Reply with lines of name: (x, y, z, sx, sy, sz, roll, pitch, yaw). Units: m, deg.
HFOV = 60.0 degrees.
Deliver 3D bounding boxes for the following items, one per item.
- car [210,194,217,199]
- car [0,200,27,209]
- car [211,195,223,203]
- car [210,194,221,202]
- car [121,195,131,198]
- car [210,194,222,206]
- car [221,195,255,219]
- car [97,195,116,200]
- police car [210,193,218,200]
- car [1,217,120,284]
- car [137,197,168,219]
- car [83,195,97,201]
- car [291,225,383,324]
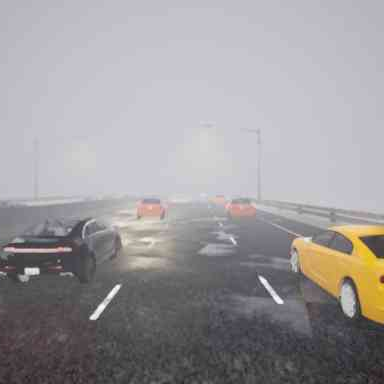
car: (6.234, 1.344, 95.296, 1.994, 1.385, 4.181, 0, 0, 3)
car: (-13.892, 1.385, 24.433, 2.128, 1.511, 4.902, 0, 0, 1)
car: (4.699, 1.303, 62.594, 2.163, 1.488, 4.792, 0, 0, 2)
car: (5.143, 1.289, 73.508, 2.163, 1.488, 4.792, 0, 0, 3)
car: (-12.737, 1.320, 64.827, 1.812, 1.442, 4.674, 0, 0, 3)
car: (4.325, 1.170, 51.618, 2.097, 1.767, 4.553, 0, 0, 2)
car: (3.858, 1.237, 27.603, 2.097, 1.767, 4.553, 0, 0, 1)
car: (-16.235, 1.274, 64.812, 1.882, 1.535, 5.008, 0, 0, 2)
police car: (5.659, 1.203, 84.499, 1.930, 1.638, 5.238, 0, 0, 3)
car: (-3.356, 1.448, 9.434, 2.128, 1.511, 4.902, 0, 0, 0)
car: (-3.145, 1.236, 27.467, 2.097, 1.767, 4.553, 0, 0, 1)
car: (-19.733, 1.351, 64.885, 1.994, 1.385, 4.181, 0, 0, 2)
car: (3.630, 1.445, 7.149, 1.882, 1.535, 5.008, 0, 0, 0)
